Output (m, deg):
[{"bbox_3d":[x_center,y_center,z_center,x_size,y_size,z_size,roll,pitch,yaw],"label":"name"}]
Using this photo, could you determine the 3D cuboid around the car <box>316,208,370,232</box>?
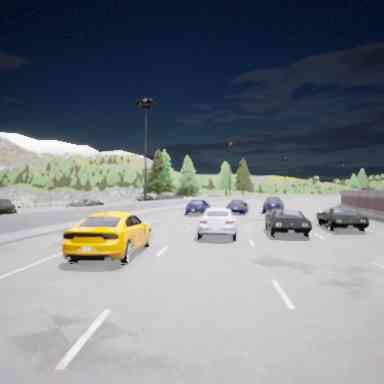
[{"bbox_3d":[8.835,1.578,19.963,1.895,1.301,4.718,0,0,9],"label":"car"}]

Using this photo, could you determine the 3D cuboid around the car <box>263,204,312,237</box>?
[{"bbox_3d":[4.979,1.572,17.819,1.895,1.301,4.718,0,0,8],"label":"car"}]

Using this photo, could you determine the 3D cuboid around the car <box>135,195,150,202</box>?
[{"bbox_3d":[-9.611,1.310,66.965,1.837,1.490,4.892,0,1,24],"label":"car"}]

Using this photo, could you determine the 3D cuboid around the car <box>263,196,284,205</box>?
[{"bbox_3d":[8.577,1.293,34.895,2.097,1.767,4.553,0,0,15],"label":"car"}]

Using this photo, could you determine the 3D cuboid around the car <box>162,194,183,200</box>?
[{"bbox_3d":[-3.253,1.347,64.085,1.837,1.490,4.892,0,0,25],"label":"car"}]

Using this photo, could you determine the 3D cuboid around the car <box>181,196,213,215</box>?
[{"bbox_3d":[0.627,1.451,32.117,1.812,1.442,4.674,0,0,13],"label":"car"}]

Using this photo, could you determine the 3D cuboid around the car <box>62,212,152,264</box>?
[{"bbox_3d":[-2.739,1.442,11.789,1.882,1.535,5.008,0,0,5],"label":"car"}]

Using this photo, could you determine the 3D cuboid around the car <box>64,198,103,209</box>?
[{"bbox_3d":[-10.340,1.386,32.092,2.128,1.511,4.902,0,0,13],"label":"car"}]

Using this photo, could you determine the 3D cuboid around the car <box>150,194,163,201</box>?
[{"bbox_3d":[-5.787,1.188,66.957,2.097,1.767,4.553,0,0,25],"label":"car"}]

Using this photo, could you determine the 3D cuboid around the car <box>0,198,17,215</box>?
[{"bbox_3d":[-15.333,1.250,24.768,2.097,1.767,4.553,0,0,10],"label":"car"}]

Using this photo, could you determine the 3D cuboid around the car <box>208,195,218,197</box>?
[{"bbox_3d":[4.254,1.307,71.272,2.033,1.411,5.357,0,0,28],"label":"car"}]

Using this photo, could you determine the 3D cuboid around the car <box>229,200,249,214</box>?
[{"bbox_3d":[4.661,1.497,33.820,1.994,1.385,4.181,0,0,14],"label":"car"}]

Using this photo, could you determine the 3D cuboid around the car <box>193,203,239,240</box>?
[{"bbox_3d":[1.347,1.489,16.855,1.812,1.442,4.674,0,0,7],"label":"car"}]
